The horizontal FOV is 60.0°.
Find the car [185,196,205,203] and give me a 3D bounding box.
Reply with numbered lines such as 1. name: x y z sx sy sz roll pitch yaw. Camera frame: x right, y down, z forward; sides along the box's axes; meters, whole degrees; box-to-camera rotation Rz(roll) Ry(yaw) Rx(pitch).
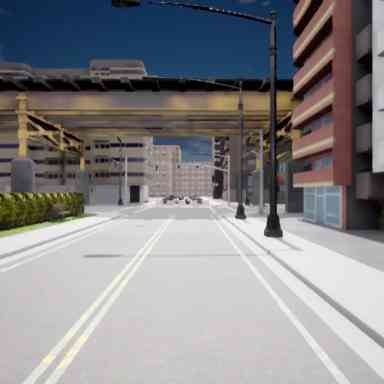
1. car: 0.496 1.267 57.290 1.853 1.218 4.536 0 0 -20

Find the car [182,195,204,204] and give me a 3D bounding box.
1. car: 0.514 1.424 57.242 2.038 1.542 4.974 0 0 -20

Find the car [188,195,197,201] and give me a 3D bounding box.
1. car: 0.144 1.427 83.838 2.038 1.542 4.974 0 0 0

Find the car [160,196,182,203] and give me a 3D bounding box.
1. car: -3.625 1.266 57.596 1.853 1.218 4.536 0 0 25

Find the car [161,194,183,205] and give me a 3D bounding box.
1. car: -3.646 1.424 57.549 2.038 1.542 4.974 0 0 25

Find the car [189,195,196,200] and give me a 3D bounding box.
1. car: 0.144 1.270 83.890 1.853 1.218 4.536 0 0 0

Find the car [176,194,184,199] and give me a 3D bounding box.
1. car: -3.288 1.271 92.412 1.853 1.218 4.536 0 0 0

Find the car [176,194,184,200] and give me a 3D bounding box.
1. car: -3.288 1.428 92.360 2.038 1.542 4.974 0 0 0
